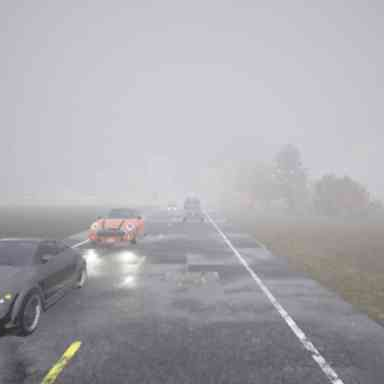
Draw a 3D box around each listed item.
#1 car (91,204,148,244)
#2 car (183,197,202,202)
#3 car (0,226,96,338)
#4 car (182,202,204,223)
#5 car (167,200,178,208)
[{"bbox_3d":[-3.542,1.542,16.777,2.097,1.767,4.553,0,-1,1],"label":"car"},{"bbox_3d":[0.039,1.687,42.743,2.150,2.045,5.566,0,0,1],"label":"car"},{"bbox_3d":[-3.593,1.642,6.680,1.994,1.385,4.181,0,-1,0],"label":"car"},{"bbox_3d":[0.090,1.872,29.269,2.033,1.411,5.357,0,-1,0],"label":"car"},{"bbox_3d":[-3.497,2.184,60.273,2.033,1.411,5.357,0,0,0],"label":"car"}]
